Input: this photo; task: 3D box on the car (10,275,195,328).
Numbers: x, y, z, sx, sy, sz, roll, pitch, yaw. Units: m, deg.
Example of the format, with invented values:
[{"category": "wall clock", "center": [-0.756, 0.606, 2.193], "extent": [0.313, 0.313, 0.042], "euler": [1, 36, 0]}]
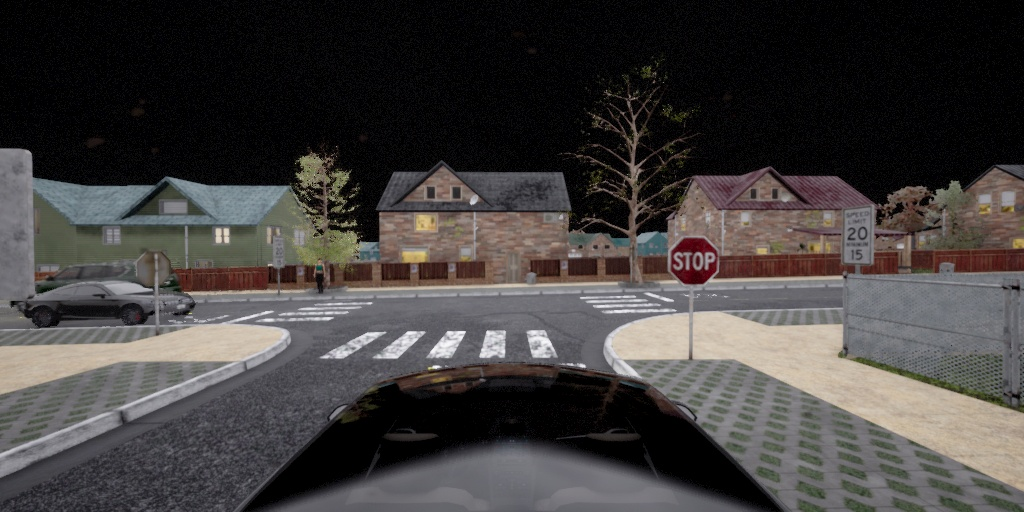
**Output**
[{"category": "car", "center": [-13.834, 1.567, 12.435], "extent": [4.674, 1.442, 1.812], "euler": [-2, 1, -1]}]

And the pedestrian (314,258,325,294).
[{"category": "pedestrian", "center": [-9.829, 0.995, 18.337], "extent": [0.375, 1.860, 0.375], "euler": [0, 2, -1]}]

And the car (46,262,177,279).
[{"category": "car", "center": [-17.646, 1.305, 15.420], "extent": [5.566, 2.045, 2.150], "euler": [-1, 1, -2]}]
